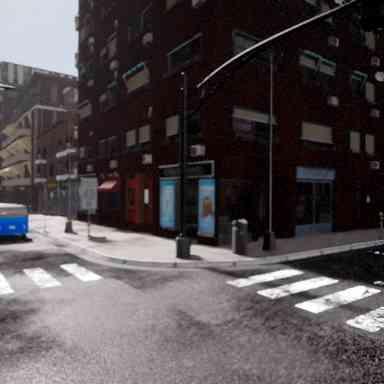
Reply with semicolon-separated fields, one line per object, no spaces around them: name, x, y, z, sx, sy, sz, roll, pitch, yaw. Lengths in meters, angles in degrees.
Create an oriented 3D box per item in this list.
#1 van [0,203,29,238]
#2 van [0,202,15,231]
van;-9.988;1.541;17.969;1.690;1.788;3.998;-1;0;-36
van;-13.251;1.604;22.445;1.690;1.788;3.998;-1;0;-36
